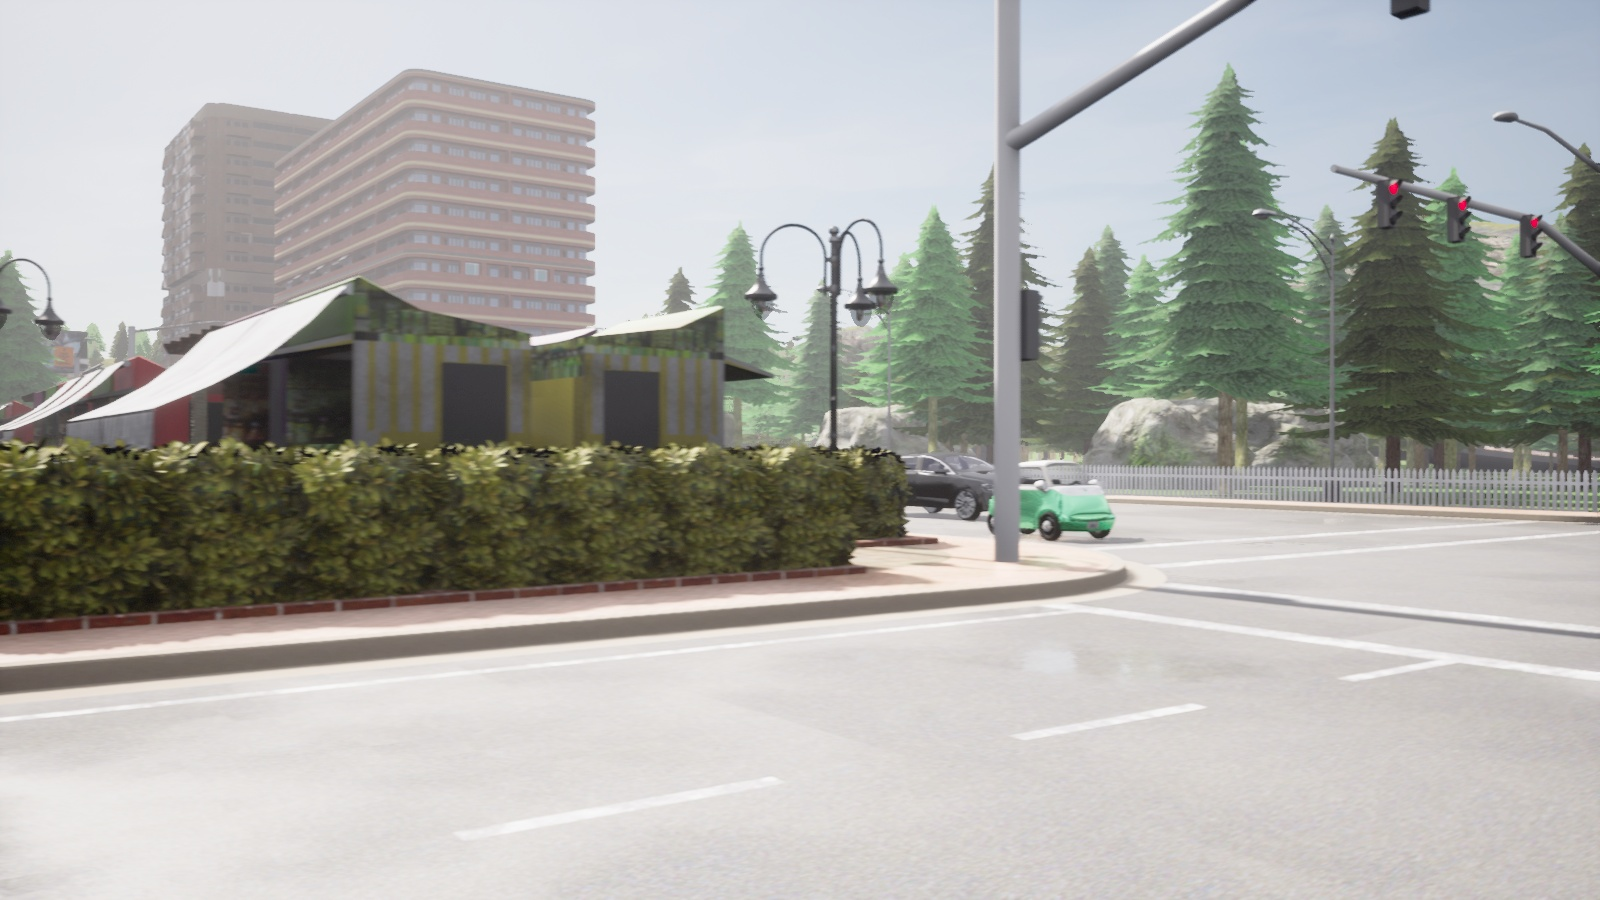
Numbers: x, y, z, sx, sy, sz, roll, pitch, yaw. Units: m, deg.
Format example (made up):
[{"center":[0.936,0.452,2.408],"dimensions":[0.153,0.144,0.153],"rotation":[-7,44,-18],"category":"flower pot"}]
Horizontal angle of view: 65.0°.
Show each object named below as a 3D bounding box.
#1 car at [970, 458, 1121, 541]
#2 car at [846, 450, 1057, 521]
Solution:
[{"center":[4.322,0.845,22.267],"dimensions":[1.481,1.376,2.207],"rotation":[0,-1,-34],"category":"car"},{"center":[3.438,0.766,29.446],"dimensions":[2.128,1.511,4.902],"rotation":[0,0,-36],"category":"car"}]
